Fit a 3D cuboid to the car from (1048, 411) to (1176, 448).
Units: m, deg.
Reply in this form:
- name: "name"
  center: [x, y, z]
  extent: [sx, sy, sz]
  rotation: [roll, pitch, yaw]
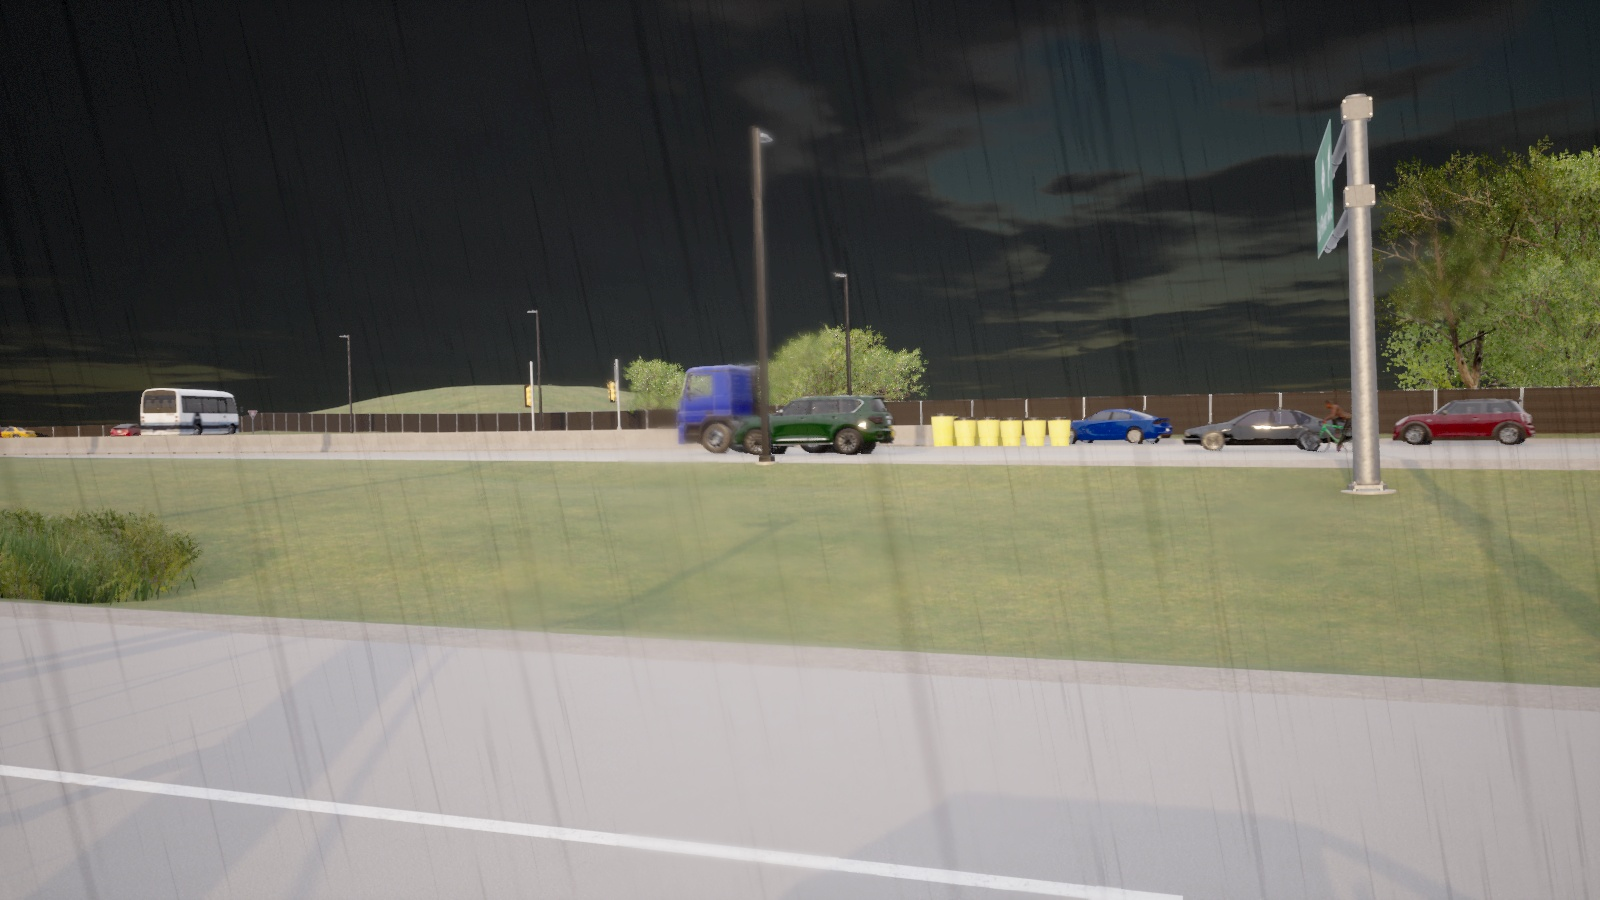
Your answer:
- name: "car"
  center: [13.418, -0.909, 54.212]
  extent: [5.008, 1.535, 1.882]
  rotation: [1, 2, 39]

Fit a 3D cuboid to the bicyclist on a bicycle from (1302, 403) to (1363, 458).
- name: "bicyclist on a bicycle"
  center: [16.161, -0.589, 38.161]
  extent: [1.656, 1.620, 0.582]
  rotation: [0, 1, 19]

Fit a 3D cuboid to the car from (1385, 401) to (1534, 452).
- name: "car"
  center: [24.012, -0.870, 45.793]
  extent: [4.553, 1.767, 2.097]
  rotation: [1, 2, 36]

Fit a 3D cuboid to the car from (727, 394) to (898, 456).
- name: "car"
  center: [0.438, -0.844, 43.641]
  extent: [5.566, 2.045, 2.150]
  rotation: [0, 1, 19]

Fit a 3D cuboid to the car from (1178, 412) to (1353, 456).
- name: "car"
  center: [15.519, -0.546, 42.093]
  extent: [5.357, 1.411, 2.033]
  rotation: [0, 1, 19]

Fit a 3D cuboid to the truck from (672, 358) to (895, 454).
- name: "truck"
  center: [-0.618, -1.596, 47.705]
  extent: [7.936, 3.462, 2.891]
  rotation: [0, 1, 19]
